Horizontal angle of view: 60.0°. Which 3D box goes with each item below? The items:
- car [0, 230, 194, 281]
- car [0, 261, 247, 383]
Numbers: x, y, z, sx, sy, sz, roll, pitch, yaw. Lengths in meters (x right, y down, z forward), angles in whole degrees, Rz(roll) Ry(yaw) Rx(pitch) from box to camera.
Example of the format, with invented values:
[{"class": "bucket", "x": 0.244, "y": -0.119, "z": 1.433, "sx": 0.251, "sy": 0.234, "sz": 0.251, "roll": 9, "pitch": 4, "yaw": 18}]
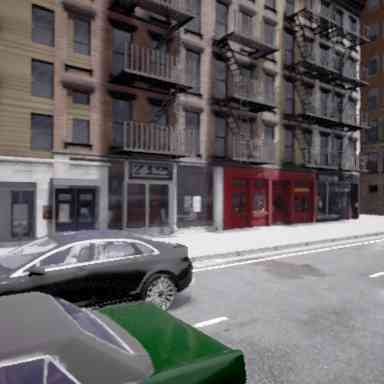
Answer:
[{"class": "car", "x": -2.234, "y": 1.500, "z": 6.082, "sx": 4.902, "sy": 1.511, "sz": 2.128, "roll": 0, "pitch": 0, "yaw": -35}, {"class": "car", "x": -1.921, "y": 1.599, "z": 2.313, "sx": 4.718, "sy": 1.301, "sz": 1.895, "roll": 0, "pitch": 0, "yaw": -35}]
